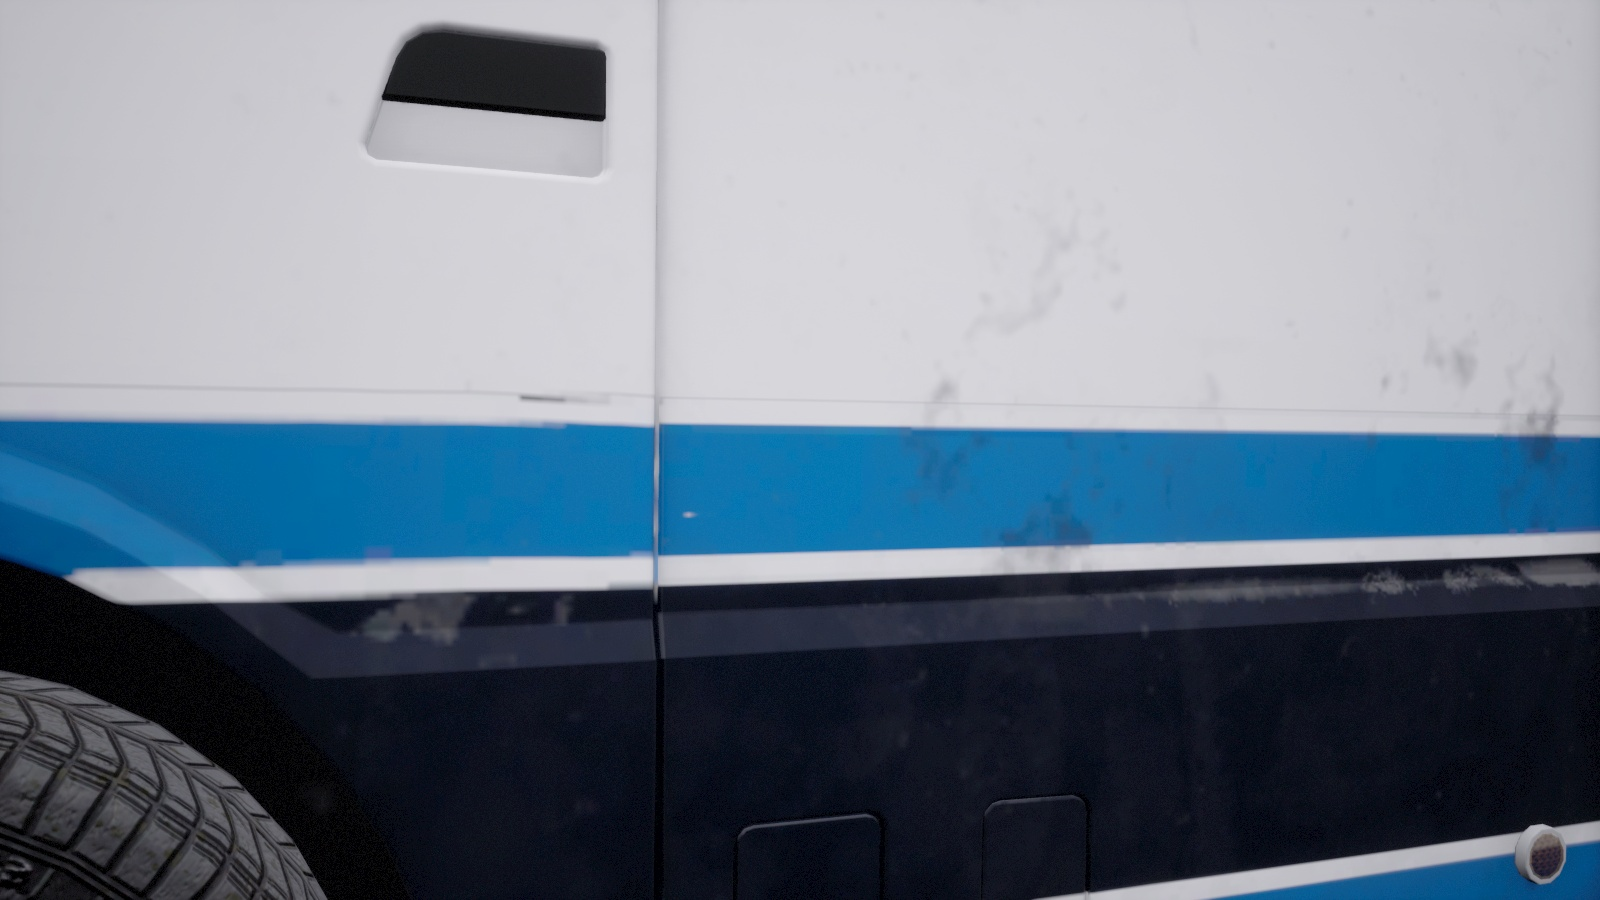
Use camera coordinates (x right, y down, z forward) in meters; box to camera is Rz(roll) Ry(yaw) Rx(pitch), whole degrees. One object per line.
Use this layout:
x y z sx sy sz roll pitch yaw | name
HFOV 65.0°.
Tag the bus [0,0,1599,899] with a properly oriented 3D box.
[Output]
1.219 -0.652 3.684 10.273 4.253 3.944 -1 1 -21 | bus
